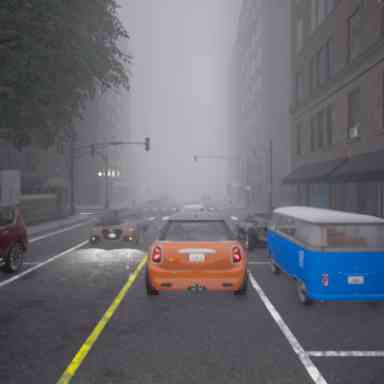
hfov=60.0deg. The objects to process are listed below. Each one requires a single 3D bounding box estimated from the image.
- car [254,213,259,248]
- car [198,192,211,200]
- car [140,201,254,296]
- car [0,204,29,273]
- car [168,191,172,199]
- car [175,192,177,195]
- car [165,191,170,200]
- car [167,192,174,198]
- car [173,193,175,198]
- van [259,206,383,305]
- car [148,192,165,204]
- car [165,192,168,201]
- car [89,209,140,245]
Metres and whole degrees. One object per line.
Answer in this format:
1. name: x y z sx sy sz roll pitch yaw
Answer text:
1. car: 2.847 1.464 13.297 1.947 1.339 4.313 0 0 0
2. car: 2.810 0.908 67.671 1.967 1.590 4.097 0 0 0
3. car: 0.095 1.285 8.633 2.097 1.767 4.553 0 0 0
4. car: -5.674 1.257 7.589 2.192 1.841 5.009 0 0 0
5. car: -5.715 1.013 67.630 1.887 1.381 4.507 0 0 0
6. car: -5.726 0.667 83.980 2.192 1.841 5.009 0 0 0
7. car: -5.711 1.054 62.179 1.887 1.381 4.507 0 0 0
8. car: -5.729 0.842 89.262 1.752 1.417 4.829 0 0 0
9. car: -5.722 0.941 78.531 2.008 1.369 4.403 0 0 0
10. van: 2.850 1.283 7.635 1.690 1.788 3.998 0 0 0
11. car: -5.703 1.119 51.108 1.752 1.417 4.829 0 0 0
12. car: -5.707 1.101 56.728 2.008 1.369 4.403 0 0 0
13. car: -3.046 1.451 14.688 1.994 1.385 4.181 0 0 0
